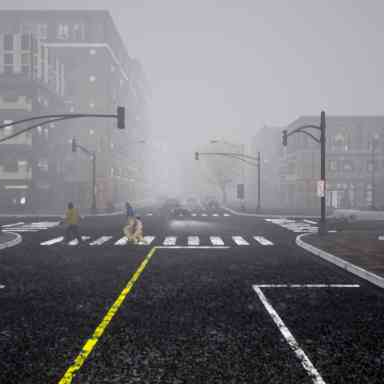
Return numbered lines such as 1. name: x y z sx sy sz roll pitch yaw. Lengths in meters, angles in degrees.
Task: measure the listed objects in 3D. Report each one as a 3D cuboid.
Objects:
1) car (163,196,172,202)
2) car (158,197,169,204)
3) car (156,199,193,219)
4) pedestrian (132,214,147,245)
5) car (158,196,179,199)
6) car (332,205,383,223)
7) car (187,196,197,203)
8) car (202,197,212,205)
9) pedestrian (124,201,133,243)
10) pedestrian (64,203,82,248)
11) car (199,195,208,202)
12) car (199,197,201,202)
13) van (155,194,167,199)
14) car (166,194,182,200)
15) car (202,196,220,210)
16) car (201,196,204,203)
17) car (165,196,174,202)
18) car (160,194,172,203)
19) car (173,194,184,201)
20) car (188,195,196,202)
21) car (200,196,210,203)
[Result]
1. car: -5.684 1.662 77.674 1.947 1.339 4.313 0 0 0
2. car: -5.685 1.651 66.280 1.802 1.307 4.206 0 0 0
3. car: -1.671 1.610 29.516 1.895 1.301 4.718 0 0 -20
4. pedestrian: -2.187 1.574 13.950 0.375 1.300 0.375 0 0 0
5. car: -3.093 1.580 45.298 2.033 1.411 5.357 0 0 0
6. car: 13.475 1.668 25.777 4.718 1.301 1.895 0 0 0
7. car: 0.008 1.625 70.673 1.994 1.385 4.181 0 0 0
8. car: 2.695 1.640 60.581 1.802 1.307 4.206 0 0 0
9. pedestrian: -2.753 1.294 14.549 0.375 1.860 0.375 0 0 0
10. pedestrian: -4.787 1.294 13.347 0.375 1.860 0.375 0 0 0
11. car: 2.697 1.536 77.672 1.967 1.590 4.097 0 0 0
12. car: 2.695 1.488 54.884 1.967 1.590 4.097 0 0 0
13. van: -5.686 1.399 60.584 1.690 1.788 3.998 0 0 0
14. car: -3.068 1.548 59.702 2.128 1.511 4.902 0 0 0
15. car: 2.694 1.580 43.490 2.008 1.369 4.403 0 0 0
16. car: 2.695 1.478 49.188 1.967 1.590 4.097 0 0 0
17. car: -5.683 1.663 83.370 2.008 1.369 4.403 0 0 0
18. car: -5.685 1.397 71.977 2.192 1.841 5.009 0 0 0
19. car: -2.992 1.329 75.258 2.128 1.511 4.902 0 0 0
20. car: 0.009 1.556 80.680 2.033 1.411 5.357 0 0 0
21. car: 2.697 1.633 71.975 2.008 1.369 4.403 0 0 0
